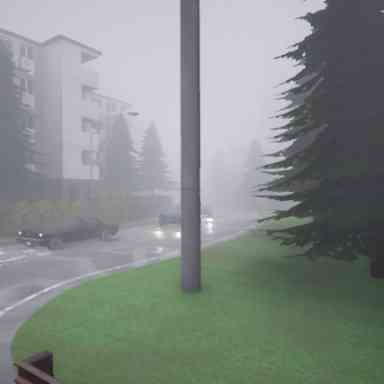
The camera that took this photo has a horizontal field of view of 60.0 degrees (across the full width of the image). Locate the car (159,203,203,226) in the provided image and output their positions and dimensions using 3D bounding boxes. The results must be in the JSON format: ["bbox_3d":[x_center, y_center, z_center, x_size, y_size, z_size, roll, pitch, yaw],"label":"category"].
[{"bbox_3d":[-0.953,1.751,25.945,1.882,1.535,5.008,0,0,18],"label":"car"}]

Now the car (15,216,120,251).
[{"bbox_3d":[-5.752,1.862,15.895,1.895,1.301,4.718,0,0,31],"label":"car"}]

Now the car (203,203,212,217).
[{"bbox_3d":[1.183,1.898,35.691,1.895,1.301,4.718,0,0,5],"label":"car"}]
